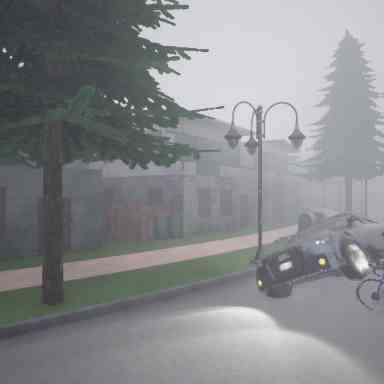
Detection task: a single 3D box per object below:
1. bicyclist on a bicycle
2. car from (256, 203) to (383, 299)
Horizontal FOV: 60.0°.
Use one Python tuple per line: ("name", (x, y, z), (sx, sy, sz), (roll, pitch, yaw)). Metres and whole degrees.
("bicyclist on a bicycle", (3.760, 1.477, 5.894), (1.656, 1.620, 0.582), (-4, 7, 40))
("car", (3.206, 1.316, 7.616), (4.181, 1.385, 1.994), (3, -29, -41))
